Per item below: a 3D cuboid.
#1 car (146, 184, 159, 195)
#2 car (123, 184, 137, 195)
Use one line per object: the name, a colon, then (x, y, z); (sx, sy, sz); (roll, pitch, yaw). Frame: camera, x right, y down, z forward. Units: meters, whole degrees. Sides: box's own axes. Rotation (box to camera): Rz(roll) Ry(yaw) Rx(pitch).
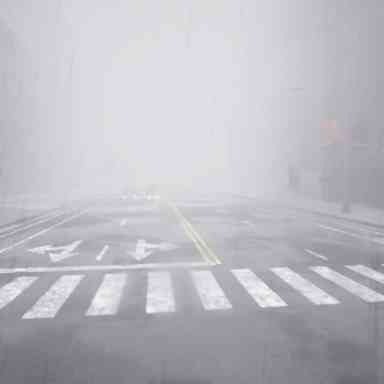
car: (-5.785, -0.448, 48.797); (2.128, 1.511, 4.902); (-1, 3, -7)
car: (-9.012, -0.385, 48.413); (1.812, 1.442, 4.674); (-1, 3, -7)
